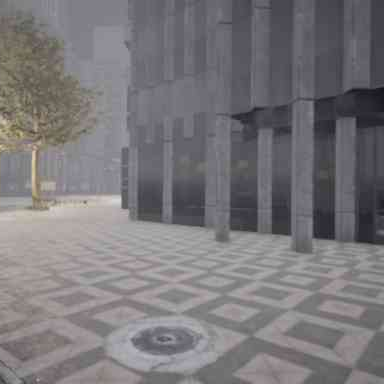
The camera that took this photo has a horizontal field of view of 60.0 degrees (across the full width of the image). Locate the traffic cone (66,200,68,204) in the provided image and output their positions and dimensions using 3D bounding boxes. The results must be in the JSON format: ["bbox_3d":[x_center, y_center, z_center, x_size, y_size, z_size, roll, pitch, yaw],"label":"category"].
[{"bbox_3d":[-20.508,1.622,54.740,0.340,0.580,0.340,1,0,3],"label":"traffic cone"}]

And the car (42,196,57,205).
[{"bbox_3d":[-22.502,1.231,50.946,1.994,1.385,4.181,1,0,4],"label":"car"}]

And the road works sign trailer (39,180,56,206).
[{"bbox_3d":[-19.731,0.182,45.676,2.380,3.560,2.880,1,0,3],"label":"road works sign trailer"}]
